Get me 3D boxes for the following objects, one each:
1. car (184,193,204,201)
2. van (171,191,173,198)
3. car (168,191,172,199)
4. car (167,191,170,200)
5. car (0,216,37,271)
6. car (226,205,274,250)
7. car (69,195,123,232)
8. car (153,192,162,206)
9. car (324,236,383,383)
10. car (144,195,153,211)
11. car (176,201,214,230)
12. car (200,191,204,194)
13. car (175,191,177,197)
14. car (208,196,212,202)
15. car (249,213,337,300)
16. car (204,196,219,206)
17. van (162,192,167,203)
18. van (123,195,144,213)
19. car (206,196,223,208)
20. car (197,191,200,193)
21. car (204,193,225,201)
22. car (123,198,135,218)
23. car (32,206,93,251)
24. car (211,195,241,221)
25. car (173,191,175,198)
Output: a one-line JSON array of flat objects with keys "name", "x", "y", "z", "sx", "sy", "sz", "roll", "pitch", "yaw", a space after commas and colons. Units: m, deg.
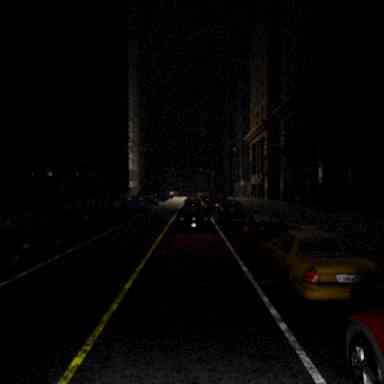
[{"name": "car", "x": 0.090, "y": 1.212, "z": 37.882, "sx": 1.882, "sy": 1.535, "sz": 5.008, "roll": 0, "pitch": 0, "yaw": 0}, {"name": "van", "x": -5.786, "y": 0.817, "z": 75.607, "sx": 1.690, "sy": 1.788, "sz": 3.998, "roll": 0, "pitch": 0, "yaw": 0}, {"name": "car", "x": -5.783, "y": 1.064, "z": 69.971, "sx": 2.008, "sy": 1.369, "sz": 4.403, "roll": 0, "pitch": 0, "yaw": 0}, {"name": "car", "x": -5.782, "y": 1.078, "z": 64.165, "sx": 1.752, "sy": 1.417, "sz": 4.829, "roll": 0, "pitch": 0, "yaw": 0}, {"name": "car", "x": -5.767, "y": 1.509, "z": 7.970, "sx": 1.947, "sy": 1.339, "sz": 4.313, "roll": 0, "pitch": 0, "yaw": 0}, {"name": "car", "x": 2.757, "y": 1.454, "z": 13.619, "sx": 2.008, "sy": 1.369, "sz": 4.403, "roll": 0, "pitch": 0, "yaw": 0}, {"name": "car", "x": -5.771, "y": 1.179, "z": 19.241, "sx": 2.192, "sy": 1.841, "sz": 5.009, "roll": 0, "pitch": 0, "yaw": 0}, {"name": "car", "x": -5.778, "y": 1.108, "z": 47.425, "sx": 1.967, "sy": 1.590, "sz": 4.097, "roll": 0, "pitch": 0, "yaw": 0}, {"name": "car", "x": 2.759, "y": 1.423, "z": 2.346, "sx": 1.967, "sy": 1.590, "sz": 4.097, "roll": 0, "pitch": 0, "yaw": 0}, {"name": "car", "x": -5.775, "y": 1.186, "z": 36.152, "sx": 1.967, "sy": 1.590, "sz": 4.097, "roll": 0, "pitch": 0, "yaw": 0}, {"name": "car", "x": 0.094, "y": 1.460, "z": 20.001, "sx": 1.895, "sy": 1.301, "sz": 4.718, "roll": 0, "pitch": 0, "yaw": 0}, {"name": "car", "x": 2.744, "y": 1.029, "z": 58.707, "sx": 1.967, "sy": 1.590, "sz": 4.097, "roll": 0, "pitch": 0, "yaw": 0}, {"name": "car", "x": -5.789, "y": 0.718, "z": 86.880, "sx": 2.192, "sy": 1.841, "sz": 5.009, "roll": 0, "pitch": 0, "yaw": 0}, {"name": "car", "x": 2.752, "y": 1.351, "z": 30.528, "sx": 1.947, "sy": 1.339, "sz": 4.313, "roll": 0, "pitch": 0, "yaw": 0}, {"name": "car", "x": 2.758, "y": 1.467, "z": 8.153, "sx": 1.752, "sy": 1.417, "sz": 4.829, "roll": 0, "pitch": 0, "yaw": 0}, {"name": "car", "x": 2.748, "y": 1.233, "z": 47.437, "sx": 1.947, "sy": 1.339, "sz": 4.313, "roll": 0, "pitch": 0, "yaw": 0}, {"name": "van", "x": -5.781, "y": 0.930, "z": 58.697, "sx": 1.690, "sy": 1.788, "sz": 3.998, "roll": 0, "pitch": 0, "yaw": 0}, {"name": "van", "x": -5.773, "y": 1.127, "z": 30.515, "sx": 1.690, "sy": 1.788, "sz": 3.998, "roll": 0, "pitch": 0, "yaw": 0}, {"name": "car", "x": 2.749, "y": 1.251, "z": 41.800, "sx": 1.887, "sy": 1.381, "sz": 4.507, "roll": 0, "pitch": 0, "yaw": 0}, {"name": "car", "x": 2.737, "y": 0.985, "z": 86.890, "sx": 1.802, "sy": 1.307, "sz": 4.206, "roll": 0, "pitch": 0, "yaw": 0}, {"name": "car", "x": 2.750, "y": 1.061, "z": 36.163, "sx": 2.192, "sy": 1.841, "sz": 5.009, "roll": 0, "pitch": 0, "yaw": 0}, {"name": "car", "x": -5.771, "y": 1.370, "z": 24.879, "sx": 1.887, "sy": 1.381, "sz": 4.507, "roll": 0, "pitch": 0, "yaw": 0}, {"name": "car", "x": -5.768, "y": 1.470, "z": 13.606, "sx": 1.947, "sy": 1.339, "sz": 4.313, "roll": 0, "pitch": 0, "yaw": 0}, {"name": "car", "x": 2.753, "y": 1.265, "z": 24.890, "sx": 1.967, "sy": 1.590, "sz": 4.097, "roll": 0, "pitch": 0, "yaw": 0}, {"name": "car", "x": -5.787, "y": 0.880, "z": 81.243, "sx": 1.967, "sy": 1.590, "sz": 4.097, "roll": 0, "pitch": 0, "yaw": 0}]
